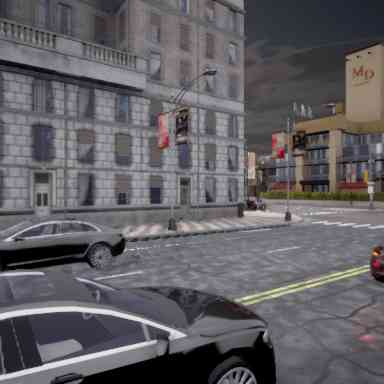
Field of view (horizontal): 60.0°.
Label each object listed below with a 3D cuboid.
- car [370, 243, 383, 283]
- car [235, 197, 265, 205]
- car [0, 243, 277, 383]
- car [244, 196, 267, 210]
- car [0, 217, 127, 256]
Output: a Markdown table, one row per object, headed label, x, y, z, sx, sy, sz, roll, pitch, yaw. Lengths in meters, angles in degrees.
| label | x | y | z | sx | sy | sz | roll | pitch | yaw |
| --- | --- | --- | --- | --- | --- | --- | --- | --- | --- |
| car | 6.248 | 1.525 | 8.339 | 4.674 | 1.442 | 1.812 | 0 | 0 | -36 |
| car | 10.168 | 1.545 | 58.883 | 2.033 | 1.411 | 5.357 | 0 | 0 | -37 |
| car | -1.350 | 1.492 | 2.900 | 4.902 | 1.511 | 2.128 | 0 | 0 | -34 |
| car | 7.492 | 1.351 | 42.854 | 2.097 | 1.767 | 4.553 | 0 | 0 | -36 |
| car | -4.293 | 1.491 | 9.537 | 4.902 | 1.511 | 2.128 | 0 | 0 | -36 |
